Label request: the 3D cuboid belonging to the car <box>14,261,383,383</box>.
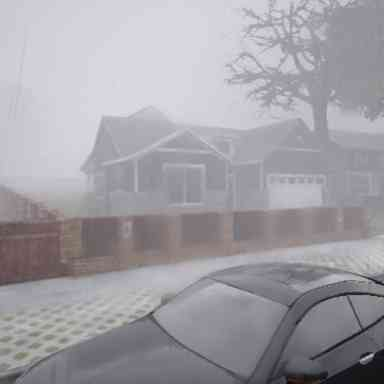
[{"bbox_3d":[0.699,1.520,3.259,4.674,1.442,1.812,0,0,-34],"label":"car"}]
